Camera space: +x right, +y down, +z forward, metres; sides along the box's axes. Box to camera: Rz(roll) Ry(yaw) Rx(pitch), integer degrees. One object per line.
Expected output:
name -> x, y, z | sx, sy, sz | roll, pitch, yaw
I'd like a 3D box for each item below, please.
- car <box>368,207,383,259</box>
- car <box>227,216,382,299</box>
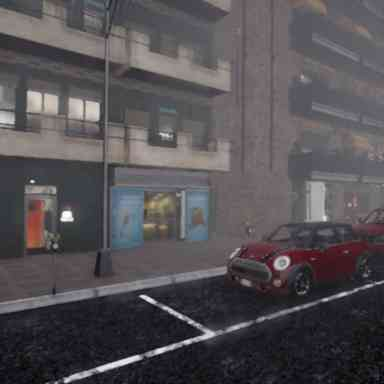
car -> 7.414, 1.474, 11.937 | 5.009, 1.841, 2.192 | 1, 0, -36
car -> 2.845, 1.534, 8.634 | 4.097, 1.590, 1.967 | 1, 0, -36
